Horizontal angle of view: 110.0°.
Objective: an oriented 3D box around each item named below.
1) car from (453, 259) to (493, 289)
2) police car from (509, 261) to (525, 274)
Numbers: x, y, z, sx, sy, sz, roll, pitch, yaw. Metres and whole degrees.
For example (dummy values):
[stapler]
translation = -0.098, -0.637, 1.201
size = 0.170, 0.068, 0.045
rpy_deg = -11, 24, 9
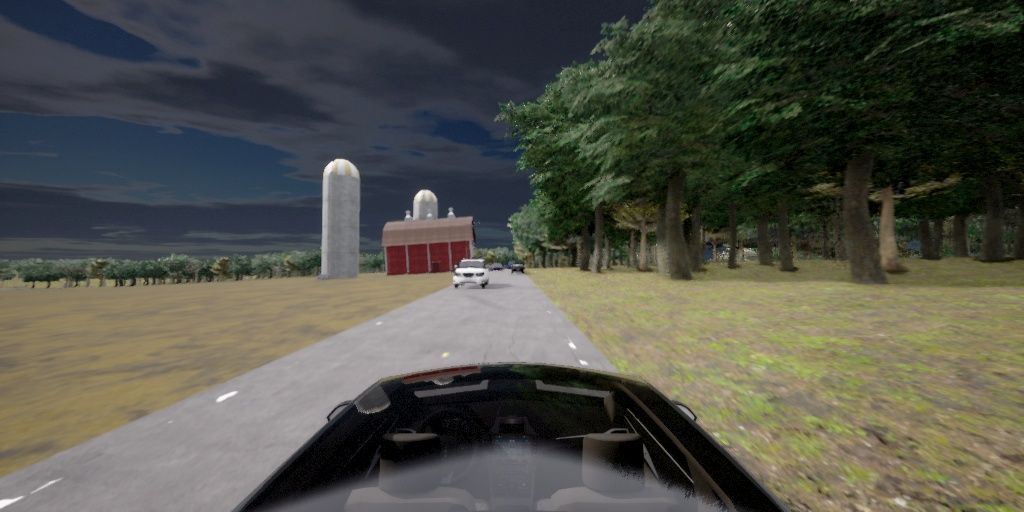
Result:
[car]
translation = -2.842, 1.226, 26.007
size = 2.150, 2.045, 5.566
rpy_deg = 0, -1, 0
[police car]
translation = 0.837, 1.799, 52.889
size = 1.930, 1.638, 5.238
rpy_deg = 0, -1, 0
